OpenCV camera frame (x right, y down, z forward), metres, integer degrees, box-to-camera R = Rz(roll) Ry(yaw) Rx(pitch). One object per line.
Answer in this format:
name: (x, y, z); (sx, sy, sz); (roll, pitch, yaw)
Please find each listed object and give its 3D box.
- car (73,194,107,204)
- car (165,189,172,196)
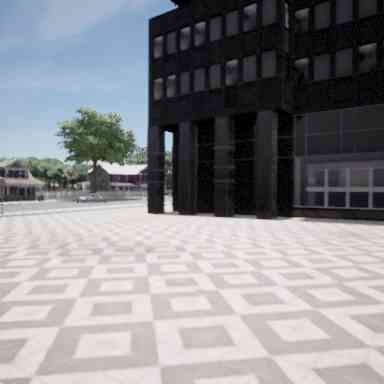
car: (-14.730, 0.950, 48.155); (1.895, 1.301, 4.718); (0, 1, 35)
car: (-5.681, 0.161, 60.853); (1.882, 1.535, 5.008); (0, 1, 35)
